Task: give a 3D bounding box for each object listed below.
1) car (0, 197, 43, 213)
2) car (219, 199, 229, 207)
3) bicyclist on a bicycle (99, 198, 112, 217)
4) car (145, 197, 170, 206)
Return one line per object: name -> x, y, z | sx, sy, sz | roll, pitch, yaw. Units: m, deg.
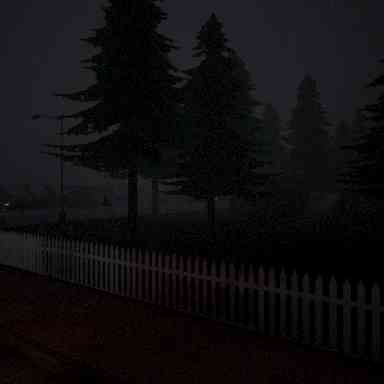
car -> -18.846, 1.351, 36.507 | 2.097, 1.767, 4.553 | 0, 0, 34
car -> 4.283, 1.217, 51.489 | 2.150, 2.045, 5.566 | 0, -1, 34
bicyclist on a bicycle -> -7.203, 1.302, 27.872 | 1.656, 1.620, 0.582 | 0, 0, 34
car -> -5.745, 1.351, 55.681 | 2.097, 1.767, 4.553 | 0, 0, 35
